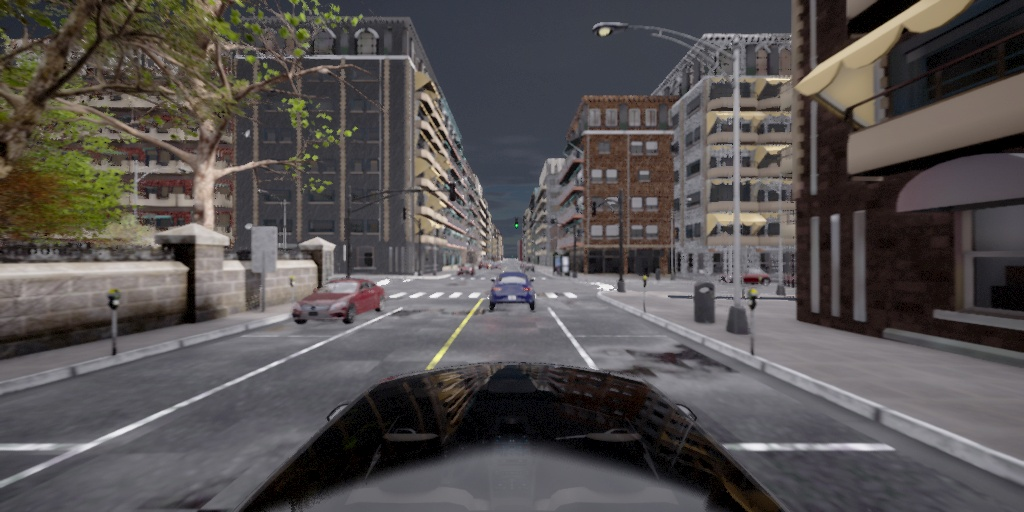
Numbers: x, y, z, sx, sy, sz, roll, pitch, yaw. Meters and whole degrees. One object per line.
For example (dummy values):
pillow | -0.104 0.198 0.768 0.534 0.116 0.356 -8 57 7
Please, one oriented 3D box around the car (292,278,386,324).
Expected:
car | -5.688 1.441 12.344 1.802 1.307 4.207 0 0 0

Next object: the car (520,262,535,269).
car | 2.696 1.860 56.024 2.007 1.370 4.403 0 0 0

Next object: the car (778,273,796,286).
car | 27.057 2.140 33.251 4.207 1.307 1.802 0 0 -1

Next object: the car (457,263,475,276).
car | -5.685 1.633 44.753 1.967 1.591 4.097 0 0 0

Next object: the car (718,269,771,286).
car | 21.383 1.897 33.184 4.097 1.591 1.967 0 0 -1

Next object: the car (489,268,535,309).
car | 0.019 1.419 15.733 1.812 1.442 4.674 0 0 0
